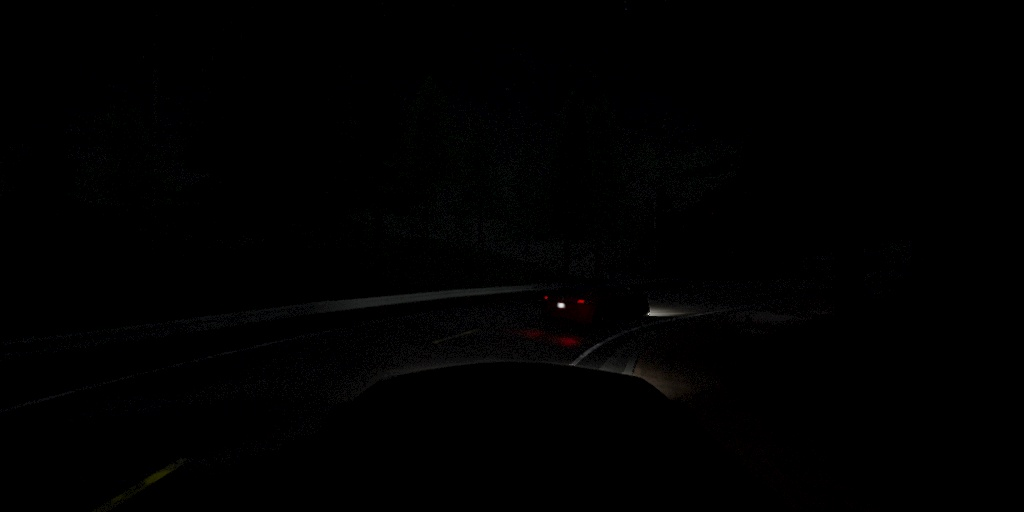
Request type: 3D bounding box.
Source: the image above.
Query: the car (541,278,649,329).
[{"bbox_3d":[2.868,1.445,11.981,4.181,1.385,1.994,1,-1,-45],"label":"car"}]
